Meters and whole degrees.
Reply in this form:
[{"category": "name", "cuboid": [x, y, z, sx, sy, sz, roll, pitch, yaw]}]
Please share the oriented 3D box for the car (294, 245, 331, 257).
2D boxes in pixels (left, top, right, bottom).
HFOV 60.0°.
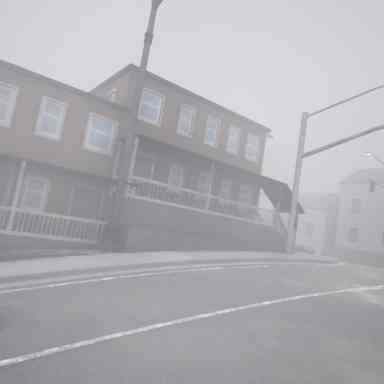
[{"category": "car", "cuboid": [9.848, 5.489, 29.145, 2.097, 1.767, 4.553, 13, -16, -34]}]
